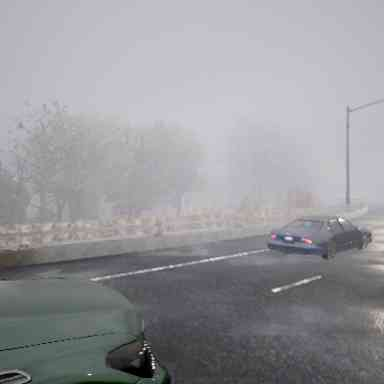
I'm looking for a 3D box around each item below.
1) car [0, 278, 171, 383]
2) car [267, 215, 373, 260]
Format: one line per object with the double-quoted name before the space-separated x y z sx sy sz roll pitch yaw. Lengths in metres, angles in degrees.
"car" -2.827 1.217 1.814 5.566 2.045 2.150 0 0 -35
"car" 5.012 1.595 12.664 5.357 1.411 2.033 0 0 -43
